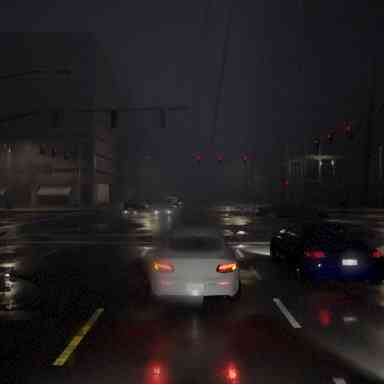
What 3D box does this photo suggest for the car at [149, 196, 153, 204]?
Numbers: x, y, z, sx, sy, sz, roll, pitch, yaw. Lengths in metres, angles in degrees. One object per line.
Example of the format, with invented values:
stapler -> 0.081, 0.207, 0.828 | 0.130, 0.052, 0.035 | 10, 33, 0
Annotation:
car -> -7.047, 1.477, 60.090 | 1.882, 1.535, 5.008 | 0, 0, 0

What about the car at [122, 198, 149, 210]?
car -> -7.291, 1.547, 42.144 | 2.033, 1.411, 5.357 | 0, 0, 3

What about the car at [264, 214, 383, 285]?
car -> 3.582, 1.564, 9.545 | 1.994, 1.385, 4.181 | 0, 0, 0

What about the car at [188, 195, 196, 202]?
car -> 0.030, 1.518, 77.887 | 2.128, 1.511, 4.902 | 0, 0, 0

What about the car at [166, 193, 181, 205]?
car -> -3.561, 1.220, 57.009 | 2.150, 2.045, 5.566 | 0, 0, -1

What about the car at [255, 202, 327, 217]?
car -> 7.610, 1.493, 25.855 | 5.357, 1.411, 2.033 | 0, 0, 12

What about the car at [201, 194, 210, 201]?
car -> 3.534, 1.316, 86.968 | 2.097, 1.767, 4.553 | 0, 0, 0

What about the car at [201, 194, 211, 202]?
car -> 3.531, 1.546, 78.443 | 1.994, 1.385, 4.181 | 0, 0, 0

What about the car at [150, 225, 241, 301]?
car -> 0.073, 1.526, 8.177 | 1.812, 1.442, 4.674 | 0, 0, 0

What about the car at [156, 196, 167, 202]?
car -> -6.970, 1.539, 75.707 | 2.033, 1.411, 5.357 | 0, 0, 0

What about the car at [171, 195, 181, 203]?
car -> -3.472, 1.478, 72.511 | 1.882, 1.535, 5.008 | 0, 0, 0

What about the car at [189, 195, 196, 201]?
car -> 0.034, 1.493, 87.215 | 1.812, 1.442, 4.674 | 0, 0, 0

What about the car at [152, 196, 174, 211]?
car -> -3.581, 1.526, 41.822 | 1.812, 1.442, 4.674 | 0, 0, 0
